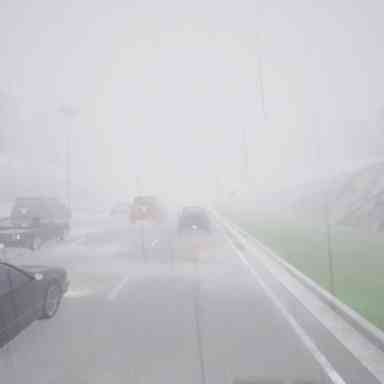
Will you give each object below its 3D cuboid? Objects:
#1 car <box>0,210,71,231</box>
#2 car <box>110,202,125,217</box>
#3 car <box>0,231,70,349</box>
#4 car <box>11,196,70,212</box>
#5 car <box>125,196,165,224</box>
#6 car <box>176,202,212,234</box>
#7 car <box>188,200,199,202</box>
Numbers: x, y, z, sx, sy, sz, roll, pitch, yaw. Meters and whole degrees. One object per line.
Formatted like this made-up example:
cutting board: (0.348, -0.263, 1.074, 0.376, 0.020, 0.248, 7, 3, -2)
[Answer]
car: (-6.880, 1.658, 14.197, 1.895, 1.301, 4.718, 0, 0, 0)
car: (-6.850, 1.689, 33.494, 2.033, 1.411, 5.357, 0, 0, 0)
car: (-3.393, 1.564, 4.318, 2.033, 1.411, 5.357, 0, 0, 0)
car: (-10.367, 1.316, 23.209, 2.150, 2.045, 5.566, 0, 0, 0)
car: (-3.364, 1.332, 25.856, 2.150, 2.045, 5.566, 0, 0, 0)
car: (0.127, 1.594, 19.963, 1.837, 1.490, 4.892, 0, 0, 0)
car: (0.175, 1.703, 40.424, 1.812, 1.442, 4.674, 0, 0, 0)
